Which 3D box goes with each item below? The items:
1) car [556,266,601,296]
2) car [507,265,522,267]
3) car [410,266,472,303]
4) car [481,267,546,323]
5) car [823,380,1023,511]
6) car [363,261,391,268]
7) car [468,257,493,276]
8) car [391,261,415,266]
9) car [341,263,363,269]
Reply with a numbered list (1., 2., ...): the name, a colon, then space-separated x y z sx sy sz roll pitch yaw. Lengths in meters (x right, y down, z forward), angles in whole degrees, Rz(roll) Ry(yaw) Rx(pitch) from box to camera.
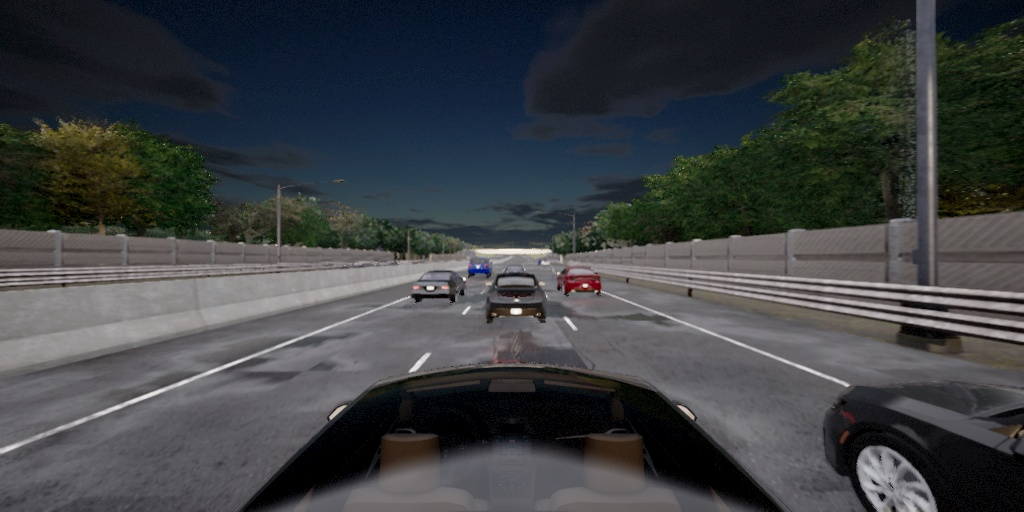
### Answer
1. car: 3.656 1.329 20.291 1.882 1.535 5.008 0 0 0
2. car: 0.220 1.462 31.628 2.033 1.411 5.357 0 0 0
3. car: -3.364 1.382 17.253 2.033 1.411 5.357 0 0 0
4. car: 0.125 1.313 12.460 1.837 1.490 4.892 0 0 0
5. car: 3.602 1.250 1.078 1.837 1.490 4.892 0 -1 0
6. car: -17.326 1.601 47.151 1.895 1.301 4.718 0 0 1
7. car: -3.238 1.165 36.952 2.150 2.045 5.566 0 0 0
8. car: -13.825 1.478 47.172 1.882 1.535 5.008 0 0 1
9. car: -20.819 1.603 47.608 1.895 1.301 4.718 0 0 1
